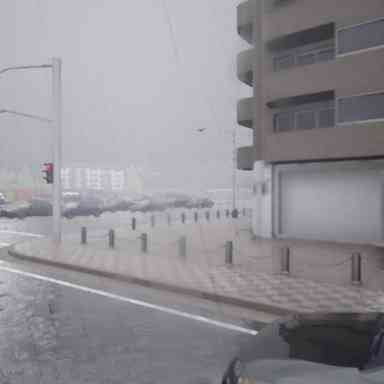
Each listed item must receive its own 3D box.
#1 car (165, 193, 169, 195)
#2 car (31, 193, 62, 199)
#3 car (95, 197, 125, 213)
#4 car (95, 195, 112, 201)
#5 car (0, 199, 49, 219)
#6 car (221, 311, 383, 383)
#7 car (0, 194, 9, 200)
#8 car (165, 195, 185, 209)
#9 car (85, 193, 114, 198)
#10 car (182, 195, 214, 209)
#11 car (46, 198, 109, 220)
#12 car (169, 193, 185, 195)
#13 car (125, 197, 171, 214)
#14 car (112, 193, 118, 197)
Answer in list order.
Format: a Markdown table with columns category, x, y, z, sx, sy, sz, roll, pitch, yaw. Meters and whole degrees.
| category | x | y | z | sx | sy | sz | roll | pitch | yaw |
| --- | --- | --- | --- | --- | --- | --- | --- | --- | --- |
| car | -4.428 | 1.213 | 72.829 | 1.905 | 1.878 | 3.866 | 0 | 0 | 35 |
| car | -30.577 | 1.220 | 69.868 | 1.932 | 1.855 | 4.605 | 0 | 0 | 35 |
| car | -8.296 | 1.606 | 38.115 | 2.033 | 1.411 | 5.357 | 0 | 0 | 35 |
| car | -22.802 | 1.459 | 85.849 | 1.970 | 1.475 | 3.806 | 0 | 0 | 35 |
| car | -14.099 | 1.608 | 29.882 | 2.033 | 1.411 | 5.357 | 0 | 0 | 35 |
| car | 2.262 | 1.563 | 2.357 | 4.181 | 1.385 | 1.994 | 0 | 0 | 35 |
| car | -30.197 | 1.462 | 51.184 | 1.970 | 1.475 | 3.806 | 0 | 0 | 35 |
| car | -2.384 | 1.534 | 46.481 | 1.882 | 1.535 | 5.008 | 0 | 0 | 35 |
| car | -16.749 | 1.457 | 60.156 | 1.970 | 1.475 | 3.806 | 0 | 0 | 35 |
| car | 1.176 | 1.560 | 45.449 | 1.837 | 1.490 | 4.892 | 0 | 0 | 35 |
| car | -10.033 | 1.585 | 29.540 | 1.812 | 1.442 | 4.674 | 0 | 0 | 35 |
| car | -2.100 | 1.209 | 71.109 | 1.932 | 1.855 | 4.605 | 0 | 0 | 35 |
| car | -4.819 | 1.583 | 36.954 | 1.812 | 1.442 | 4.674 | 0 | 0 | 35 |
| car | -20.448 | 1.219 | 84.163 | 1.905 | 1.878 | 3.866 | 0 | 0 | 35 |
